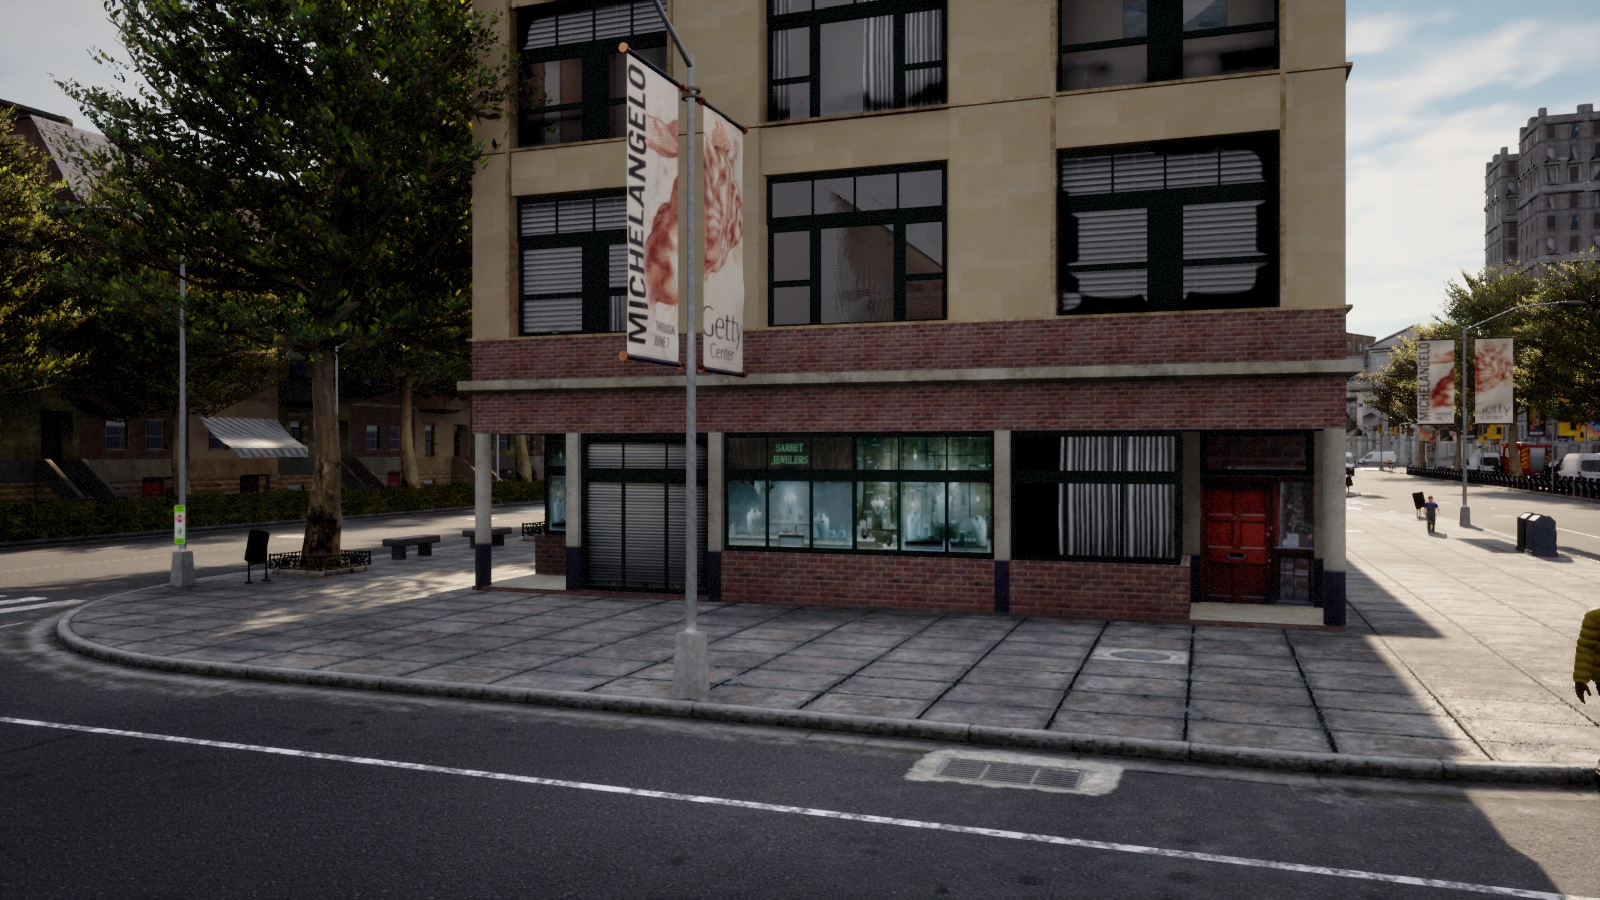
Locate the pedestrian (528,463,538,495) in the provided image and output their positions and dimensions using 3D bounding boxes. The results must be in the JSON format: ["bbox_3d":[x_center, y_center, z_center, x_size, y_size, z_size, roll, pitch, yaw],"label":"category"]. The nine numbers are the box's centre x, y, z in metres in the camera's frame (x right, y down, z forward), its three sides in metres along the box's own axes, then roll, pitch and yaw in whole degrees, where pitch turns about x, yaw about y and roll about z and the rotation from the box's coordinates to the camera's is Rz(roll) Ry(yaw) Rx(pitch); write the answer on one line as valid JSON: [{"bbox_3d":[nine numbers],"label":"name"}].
[{"bbox_3d":[-15.595,1.709,66.733,0.375,1.860,0.375,0,0,17],"label":"pedestrian"}]

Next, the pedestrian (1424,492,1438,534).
[{"bbox_3d":[19.795,1.974,35.846,0.375,1.300,0.375,0,0,29],"label":"pedestrian"}]

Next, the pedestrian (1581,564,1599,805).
[{"bbox_3d":[6.463,1.848,9.018,0.375,1.860,0.375,0,0,12],"label":"pedestrian"}]
